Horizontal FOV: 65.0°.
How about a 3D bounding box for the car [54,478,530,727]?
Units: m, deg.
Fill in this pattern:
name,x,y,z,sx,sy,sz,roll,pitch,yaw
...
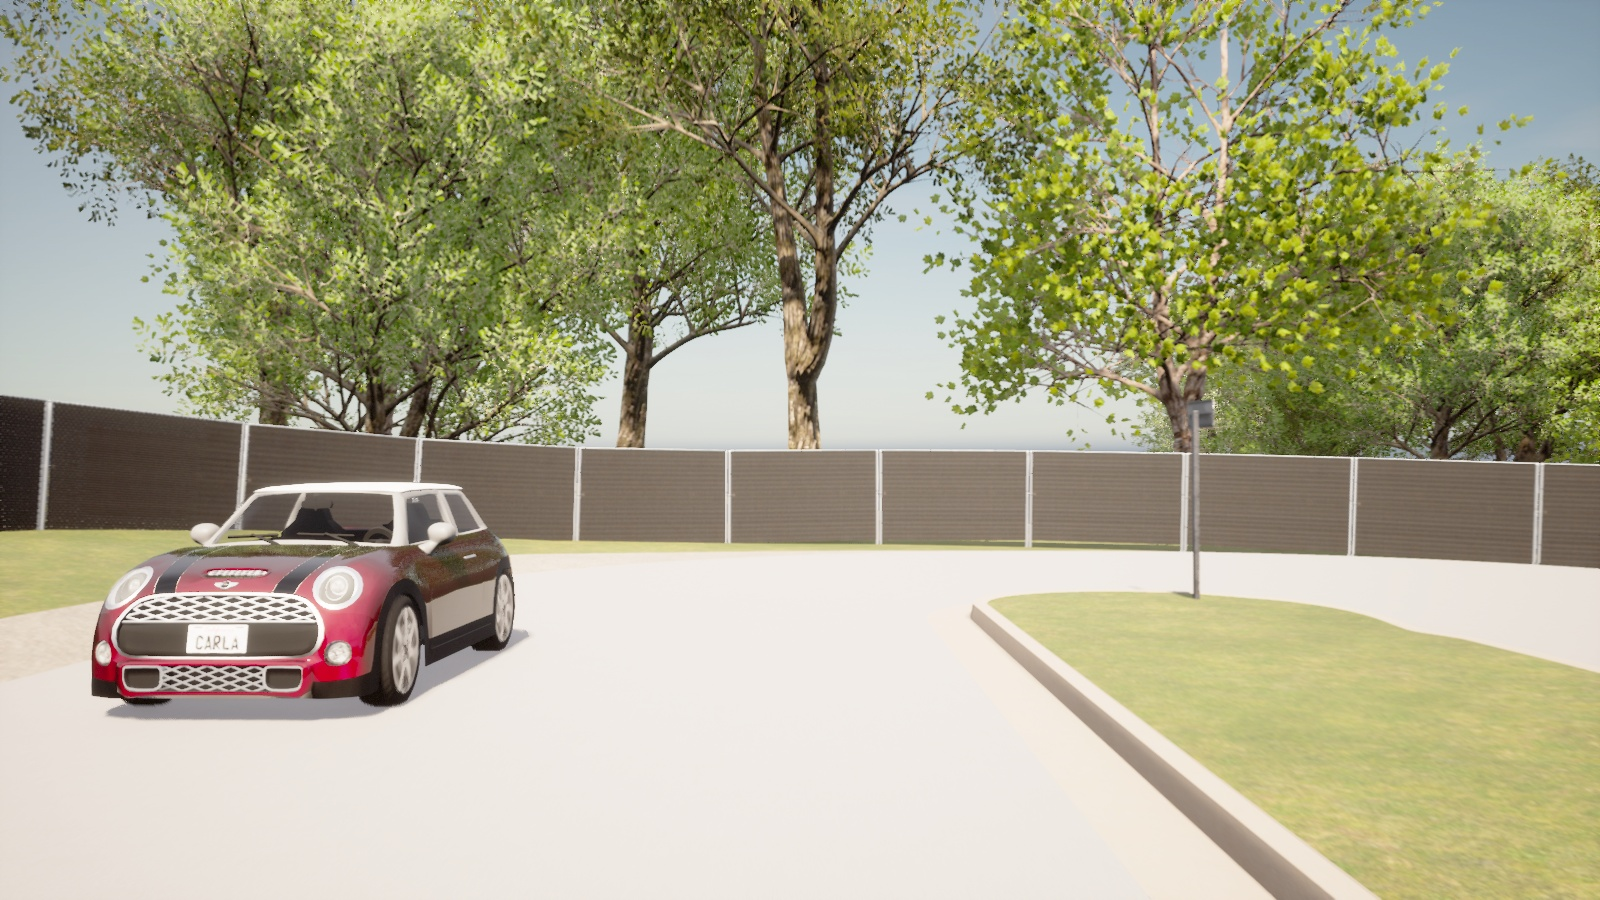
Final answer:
name,x,y,z,sx,sy,sz,roll,pitch,yaw
car,-3.522,0.975,9.577,1.970,1.475,3.806,-1,-1,2
